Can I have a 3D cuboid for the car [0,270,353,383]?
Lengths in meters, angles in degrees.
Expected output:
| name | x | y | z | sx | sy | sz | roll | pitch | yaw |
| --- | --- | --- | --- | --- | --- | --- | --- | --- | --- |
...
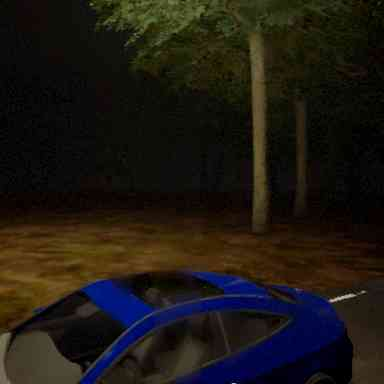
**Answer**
| name | x | y | z | sx | sy | sz | roll | pitch | yaw |
| --- | --- | --- | --- | --- | --- | --- | --- | --- | --- |
| car | -0.497 | 1.519 | 2.831 | 4.674 | 1.442 | 1.812 | 0 | 0 | -34 |
